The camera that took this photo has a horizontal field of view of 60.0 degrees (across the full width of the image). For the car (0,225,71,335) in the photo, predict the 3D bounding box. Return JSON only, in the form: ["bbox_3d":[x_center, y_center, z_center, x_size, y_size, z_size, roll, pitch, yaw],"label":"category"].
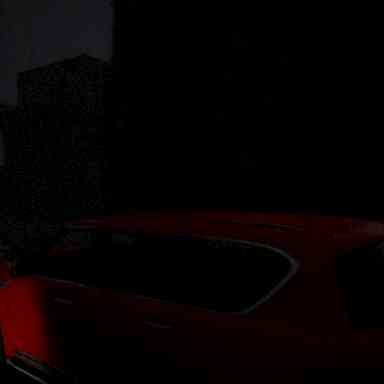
[{"bbox_3d":[-5.129,1.487,7.188,5.366,1.575,1.946,0,0,35],"label":"car"}]
